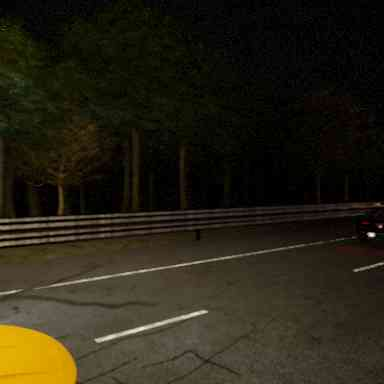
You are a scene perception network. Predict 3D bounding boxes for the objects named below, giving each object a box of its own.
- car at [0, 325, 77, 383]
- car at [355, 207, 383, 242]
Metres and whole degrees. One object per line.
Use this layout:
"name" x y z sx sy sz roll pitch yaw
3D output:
"car" -3.108 1.489 1.532 5.008 1.535 1.882 0 0 -35
"car" 9.012 1.414 14.458 4.892 1.490 1.837 0 0 -35
